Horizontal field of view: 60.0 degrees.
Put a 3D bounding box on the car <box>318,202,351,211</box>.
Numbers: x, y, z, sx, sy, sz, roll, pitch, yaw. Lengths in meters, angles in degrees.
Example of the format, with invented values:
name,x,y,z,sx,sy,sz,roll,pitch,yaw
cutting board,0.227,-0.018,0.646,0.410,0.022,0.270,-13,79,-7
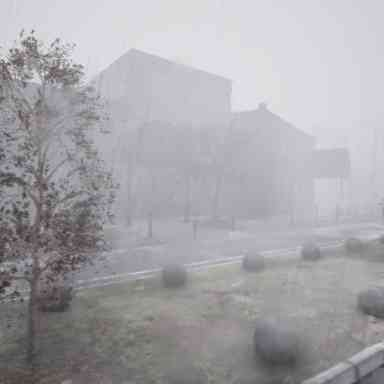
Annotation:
name,x,y,z,sx,sy,sz,roll,pitch,yaw
car,22.228,2.249,52.015,4.718,1.301,1.895,1,-1,35
